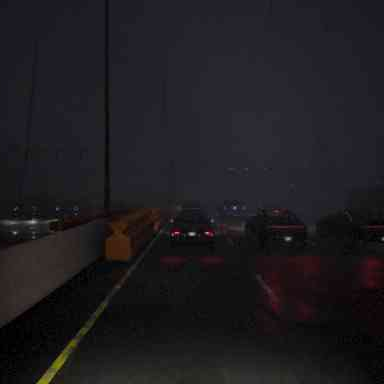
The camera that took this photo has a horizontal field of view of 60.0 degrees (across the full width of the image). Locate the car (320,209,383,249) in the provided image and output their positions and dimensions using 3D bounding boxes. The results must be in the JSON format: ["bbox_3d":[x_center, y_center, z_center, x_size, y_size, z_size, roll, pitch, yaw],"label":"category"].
[{"bbox_3d":[7.000,1.493,14.503,2.128,1.511,4.902,0,0,0],"label":"car"}]

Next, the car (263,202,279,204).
[{"bbox_3d":[7.000,1.571,29.503,1.994,1.385,4.181,0,0,0],"label":"car"}]

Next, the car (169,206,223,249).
[{"bbox_3d":[0.000,1.561,14.503,2.033,1.411,5.357,0,0,0],"label":"car"}]

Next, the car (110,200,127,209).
[{"bbox_3d":[-7.000,1.519,29.746,2.128,1.511,4.902,0,0,0],"label":"car"}]

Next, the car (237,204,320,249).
[{"bbox_3d":[3.500,1.493,14.503,2.128,1.511,4.902,0,0,0],"label":"car"}]

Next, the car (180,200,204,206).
[{"bbox_3d":[0.000,1.515,29.503,1.837,1.490,4.892,0,0,0],"label":"car"}]

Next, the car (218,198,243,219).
[{"bbox_3d":[3.500,1.364,29.473,2.097,1.767,4.553,0,0,0],"label":"car"}]
